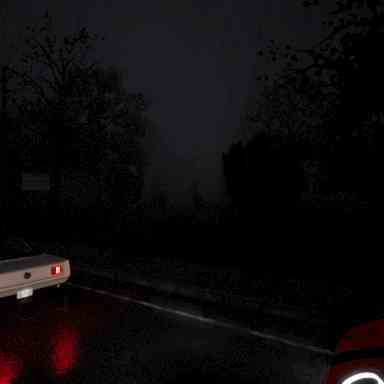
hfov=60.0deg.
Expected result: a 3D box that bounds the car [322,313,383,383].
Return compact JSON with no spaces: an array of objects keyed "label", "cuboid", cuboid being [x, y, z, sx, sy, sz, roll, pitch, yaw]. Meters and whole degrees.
[{"label":"car","cuboid":[3.101,1.352,1.815,4.553,1.767,2.097,0,0,35]}]

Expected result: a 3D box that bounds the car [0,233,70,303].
[{"label":"car","cuboid":[-4.920,1.601,7.494,4.718,1.301,1.895,0,0,35]}]
